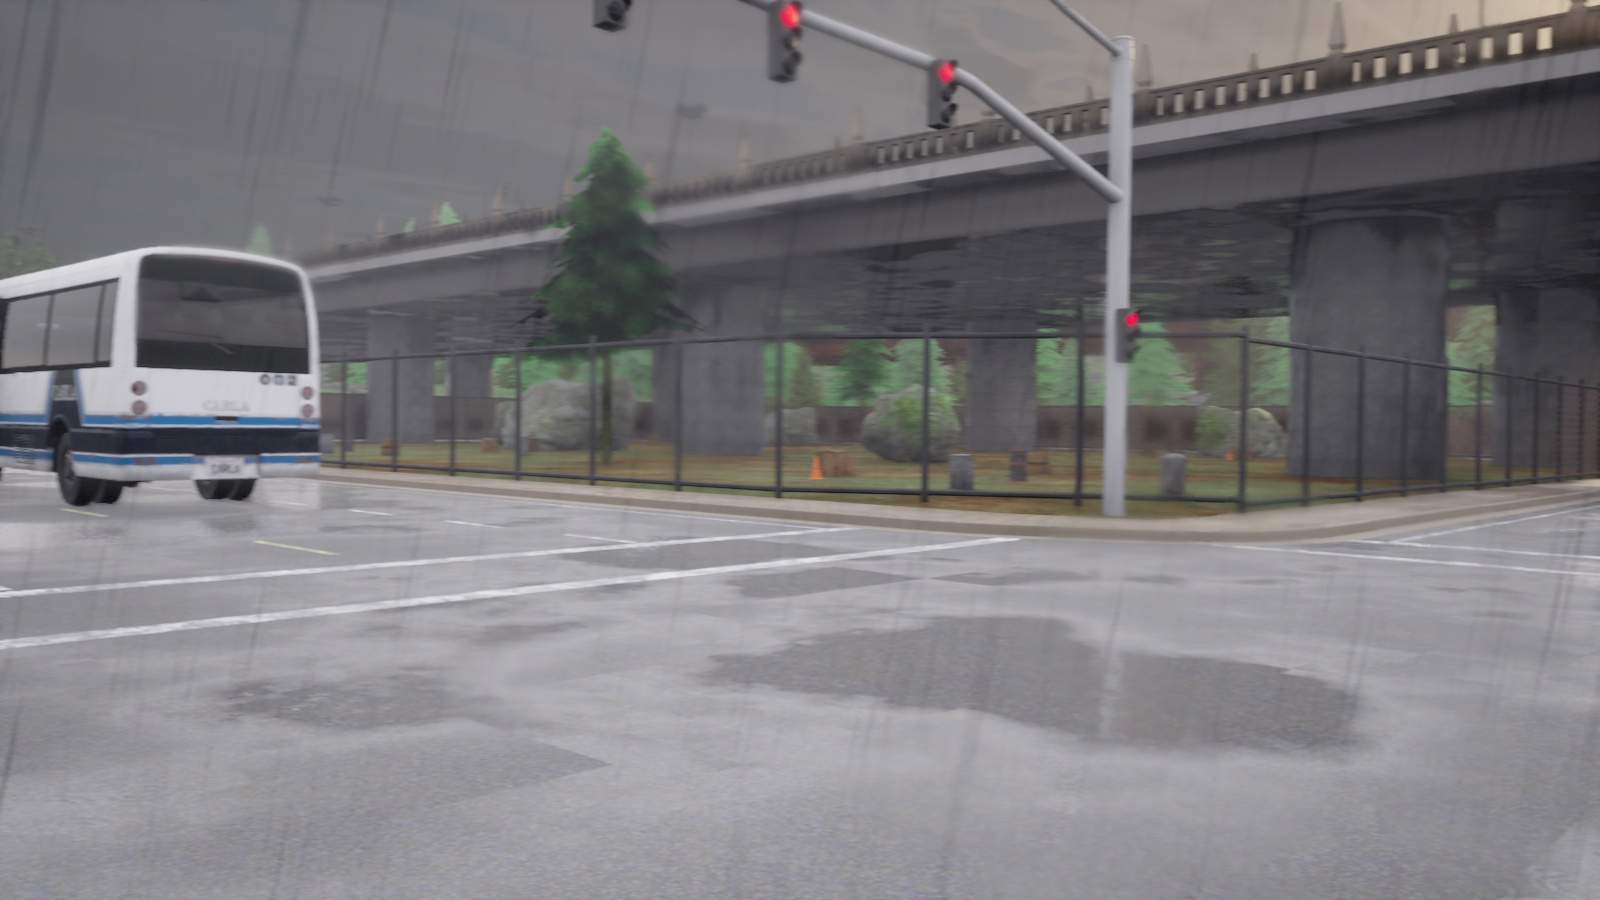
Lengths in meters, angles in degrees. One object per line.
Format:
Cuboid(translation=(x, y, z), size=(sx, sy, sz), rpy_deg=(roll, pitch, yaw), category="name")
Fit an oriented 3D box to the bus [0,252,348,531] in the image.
Cuboid(translation=(-13.044, -0.963, 24.106), size=(10.273, 4.253, 3.944), rpy_deg=(1, 2, 43), category="bus")
